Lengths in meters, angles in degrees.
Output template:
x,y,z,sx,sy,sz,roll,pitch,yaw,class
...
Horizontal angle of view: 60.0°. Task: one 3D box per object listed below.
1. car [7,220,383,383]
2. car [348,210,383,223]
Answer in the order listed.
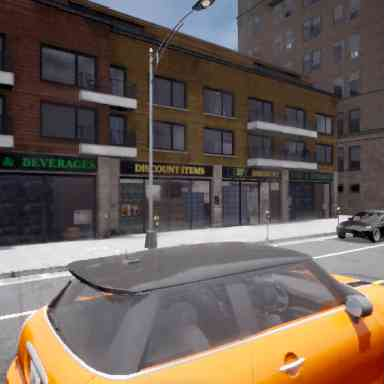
x,y,z,sx,sy,sz,roll,pitch,yaw,class
0.612,1.352,3.602,4.553,1.767,2.097,0,0,-35,car
8.836,1.567,16.200,4.313,1.339,1.947,0,0,-35,car
